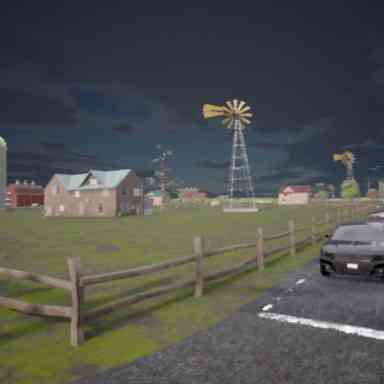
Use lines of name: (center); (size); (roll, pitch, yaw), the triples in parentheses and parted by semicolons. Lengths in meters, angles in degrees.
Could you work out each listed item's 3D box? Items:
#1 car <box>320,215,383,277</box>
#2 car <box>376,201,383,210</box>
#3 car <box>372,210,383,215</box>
car: (5.588, 1.726, 10.933); (1.882, 1.535, 5.008); (-3, -2, 33)
car: (19.328, 1.851, 32.225); (2.150, 2.045, 5.566); (-3, -2, 33)
car: (11.677, 2.022, 20.370); (1.895, 1.301, 4.718); (-3, -2, 33)
